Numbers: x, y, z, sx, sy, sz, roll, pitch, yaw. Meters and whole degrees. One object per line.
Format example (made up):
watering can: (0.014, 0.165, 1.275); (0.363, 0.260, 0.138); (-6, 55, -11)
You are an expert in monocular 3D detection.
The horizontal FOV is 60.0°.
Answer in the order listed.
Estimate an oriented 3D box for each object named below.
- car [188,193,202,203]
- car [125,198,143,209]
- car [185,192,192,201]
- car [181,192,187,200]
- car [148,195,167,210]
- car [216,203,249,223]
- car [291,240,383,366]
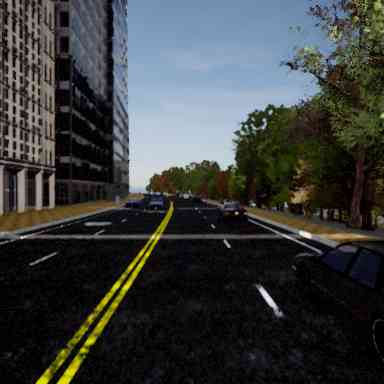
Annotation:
car: (0.885, 1.426, 65.963); (1.994, 1.385, 4.181); (0, 0, -4)
car: (-7.683, 1.519, 44.179); (1.895, 1.301, 4.718); (0, 0, -3)
car: (0.040, 1.397, 76.988); (1.994, 1.385, 4.181); (0, 0, -5)
car: (-0.935, 1.023, 88.030); (2.150, 2.045, 5.566); (0, 0, -5)
car: (-4.299, 1.470, 41.246); (2.033, 1.411, 5.357); (0, 0, -2)
car: (2.979, 1.500, 25.243); (2.033, 1.411, 5.357); (0, 0, -2)
car: (3.319, 1.537, 5.567); (2.033, 1.411, 5.357); (0, 0, 0)
